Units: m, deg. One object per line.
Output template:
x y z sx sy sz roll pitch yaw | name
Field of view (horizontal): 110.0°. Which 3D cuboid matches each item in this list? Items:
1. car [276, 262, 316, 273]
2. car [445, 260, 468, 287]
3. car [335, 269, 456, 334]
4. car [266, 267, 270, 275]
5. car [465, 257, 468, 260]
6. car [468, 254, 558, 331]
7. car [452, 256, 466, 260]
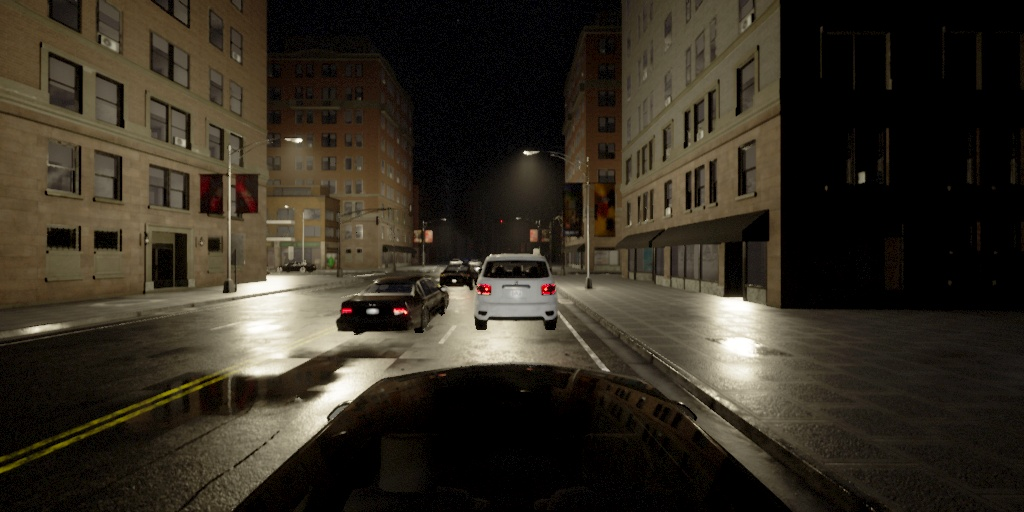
-25.387 1.312 42.212 4.313 1.339 1.948 0 0 0 | car
-3.156 1.219 22.097 1.882 1.535 5.008 0 0 0 | car
-3.151 1.294 10.566 2.033 1.411 5.357 0 0 0 | car
-25.426 1.158 34.187 4.097 1.591 1.967 0 0 0 | car
-6.580 1.319 62.456 1.895 1.301 4.718 0 0 0 | car
0.097 0.968 11.145 2.150 2.045 5.566 0 0 0 | car
-9.831 1.243 62.895 1.812 1.442 4.674 0 0 1 | car
